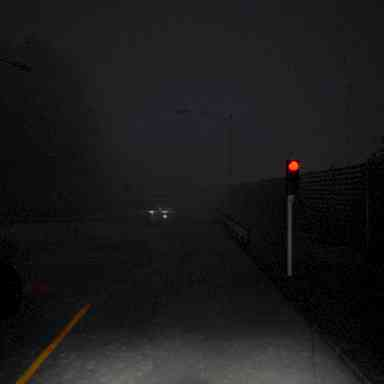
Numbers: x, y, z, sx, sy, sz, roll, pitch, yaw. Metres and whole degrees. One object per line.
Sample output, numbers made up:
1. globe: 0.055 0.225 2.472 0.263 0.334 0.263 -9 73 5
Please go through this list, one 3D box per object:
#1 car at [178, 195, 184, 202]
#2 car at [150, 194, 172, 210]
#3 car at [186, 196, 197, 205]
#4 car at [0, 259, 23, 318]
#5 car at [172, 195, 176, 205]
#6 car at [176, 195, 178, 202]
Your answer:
1. car: -3.944 1.500 77.035 4.892 1.490 1.837 0 0 40
2. car: -4.231 1.221 43.935 2.150 2.045 5.566 0 0 0
3. car: -0.084 1.525 60.546 1.812 1.442 4.674 0 0 0
4. car: -4.164 1.564 4.587 1.994 1.385 4.181 0 0 -1
5. car: -4.249 1.352 53.786 2.097 1.767 4.553 0 0 0
6. car: -4.226 1.525 63.979 1.812 1.442 4.674 0 0 0
